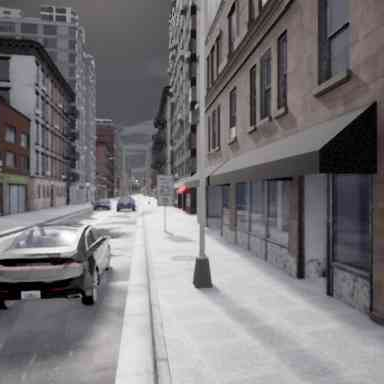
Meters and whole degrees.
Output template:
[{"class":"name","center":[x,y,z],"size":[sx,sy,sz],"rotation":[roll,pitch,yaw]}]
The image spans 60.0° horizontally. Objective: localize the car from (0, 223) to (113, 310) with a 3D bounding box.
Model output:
[{"class":"car","center":[-3.029,1.490,7.893],"size":[2.128,1.511,4.902],"rotation":[0,0,-9]}]

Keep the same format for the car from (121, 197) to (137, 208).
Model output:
[{"class":"car","center":[-9.431,1.520,49.845],"size":[2.128,1.511,4.902],"rotation":[0,0,-9]}]

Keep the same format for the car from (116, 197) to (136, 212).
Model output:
[{"class":"car","center":[-7.865,1.369,39.966],"size":[2.097,1.767,4.553],"rotation":[0,0,-8]}]

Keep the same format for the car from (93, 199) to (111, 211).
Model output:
[{"class":"car","center":[-11.324,1.568,42.339],"size":[2.033,1.411,5.357],"rotation":[0,0,-9]}]
